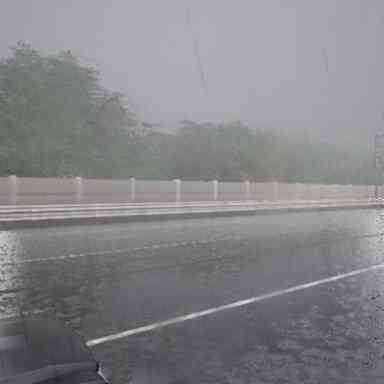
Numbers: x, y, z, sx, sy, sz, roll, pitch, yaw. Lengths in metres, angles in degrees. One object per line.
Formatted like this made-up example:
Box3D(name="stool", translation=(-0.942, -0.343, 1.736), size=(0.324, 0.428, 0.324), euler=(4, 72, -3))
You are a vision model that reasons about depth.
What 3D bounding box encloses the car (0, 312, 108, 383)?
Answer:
Box3D(name="car", translation=(-2.859, 1.544, 1.830), size=(4.718, 1.301, 1.895), euler=(0, 0, -36))
